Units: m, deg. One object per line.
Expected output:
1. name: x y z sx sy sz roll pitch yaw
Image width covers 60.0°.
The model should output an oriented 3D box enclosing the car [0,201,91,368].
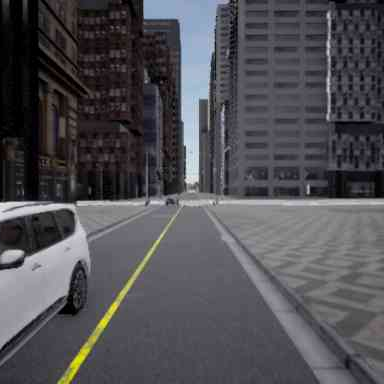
1. car: -3.100 1.202 4.525 2.150 2.045 5.566 0 0 0

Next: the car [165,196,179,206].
1. car: -3.002 1.363 51.421 1.994 1.385 4.181 0 0 0
